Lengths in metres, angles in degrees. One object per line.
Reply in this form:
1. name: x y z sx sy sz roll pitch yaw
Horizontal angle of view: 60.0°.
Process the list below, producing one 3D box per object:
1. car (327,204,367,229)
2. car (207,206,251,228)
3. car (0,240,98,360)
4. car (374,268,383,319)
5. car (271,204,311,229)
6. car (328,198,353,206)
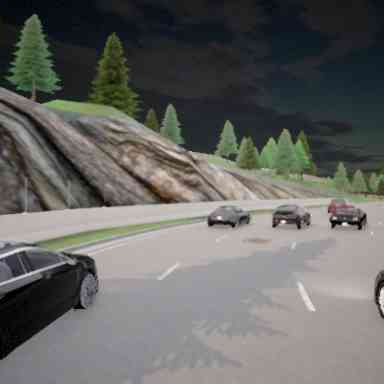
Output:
1. car: 10.782 1.739 22.749 1.895 1.301 4.718 0 0 32
2. car: 2.654 1.633 22.973 1.994 1.385 4.181 0 0 27
3. car: -3.022 1.476 4.980 2.128 1.511 4.902 0 0 6
4. car: 4.128 1.549 4.266 1.837 1.490 4.892 0 0 6
5. car: 6.854 1.609 22.744 1.837 1.490 4.892 0 0 30
6. car: 16.851 1.571 37.548 2.097 1.767 4.553 0 0 35
